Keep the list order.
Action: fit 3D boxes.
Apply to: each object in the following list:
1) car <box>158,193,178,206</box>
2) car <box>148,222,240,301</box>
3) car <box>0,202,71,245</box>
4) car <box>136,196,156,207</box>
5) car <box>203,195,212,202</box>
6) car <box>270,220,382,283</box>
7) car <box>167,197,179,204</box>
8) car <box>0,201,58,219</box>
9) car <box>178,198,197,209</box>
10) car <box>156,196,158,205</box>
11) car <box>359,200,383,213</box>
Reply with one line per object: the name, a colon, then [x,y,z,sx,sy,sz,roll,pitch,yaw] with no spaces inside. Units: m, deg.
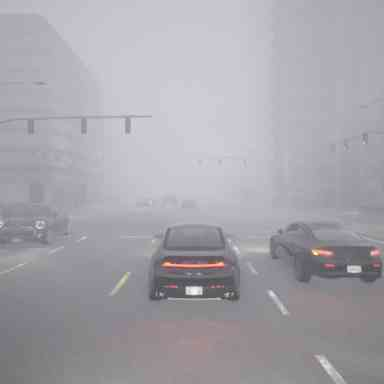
car: [-3.610,1.205,53.318,2.150,2.045,5.566,0,0,1]
car: [0.057,1.502,8.320,1.837,1.490,4.892,0,0,0]
car: [-7.209,1.347,15.468,2.097,1.767,4.553,0,0,-6]
car: [-7.105,1.532,50.077,2.033,1.411,5.357,0,0,0]
car: [3.494,1.477,74.673,1.837,1.490,4.892,0,0,0]
car: [3.562,1.523,9.576,1.812,1.442,4.674,0,0,0]
car: [-3.558,1.581,63.291,1.895,1.301,4.718,0,0,1]
car: [-14.238,1.556,29.148,4.181,1.385,1.994,0,0,-8]
car: [-0.341,1.550,44.906,1.994,1.385,4.181,0,0,4]
car: [-7.078,1.459,59.900,1.882,1.535,5.008,0,0,0]
car: [20.841,1.536,35.441,5.357,1.411,2.033,0,0,1]
